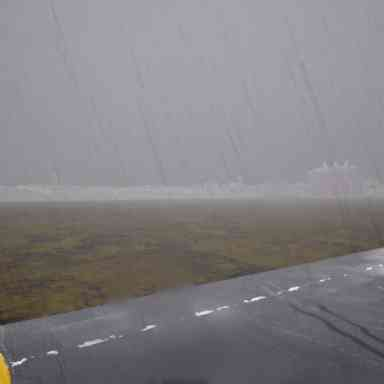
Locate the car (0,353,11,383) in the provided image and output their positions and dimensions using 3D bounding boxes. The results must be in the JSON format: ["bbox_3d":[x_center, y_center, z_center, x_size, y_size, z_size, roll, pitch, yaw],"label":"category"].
[{"bbox_3d":[-3.619,1.478,1.406,5.008,1.535,1.882,0,0,-36],"label":"car"}]
